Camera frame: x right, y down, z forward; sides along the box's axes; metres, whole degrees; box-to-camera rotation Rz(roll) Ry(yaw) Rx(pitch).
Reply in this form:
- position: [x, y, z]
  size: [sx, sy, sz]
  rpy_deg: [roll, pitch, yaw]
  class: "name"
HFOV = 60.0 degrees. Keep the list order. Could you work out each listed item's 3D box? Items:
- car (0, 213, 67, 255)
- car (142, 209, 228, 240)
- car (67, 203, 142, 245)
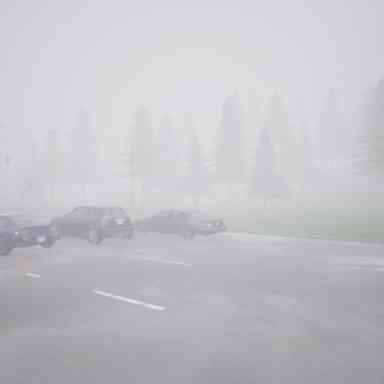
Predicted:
- position: [-7.390, 1.572, 13.530]
  size: [4.674, 1.442, 1.812]
  rpy_deg: [0, 0, 36]
  class: "car"
- position: [-0.810, 1.584, 17.418]
  size: [5.357, 1.411, 2.033]
  rpy_deg: [0, 0, 36]
  class: "car"
- position: [-4.940, 1.397, 16.078]
  size: [4.553, 1.767, 2.097]
  rpy_deg: [0, 0, 36]
  class: "car"
